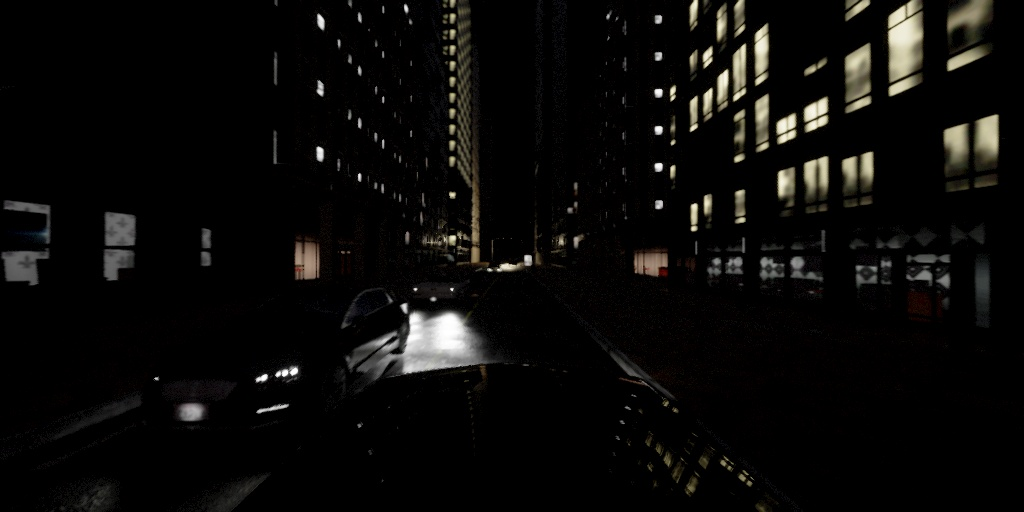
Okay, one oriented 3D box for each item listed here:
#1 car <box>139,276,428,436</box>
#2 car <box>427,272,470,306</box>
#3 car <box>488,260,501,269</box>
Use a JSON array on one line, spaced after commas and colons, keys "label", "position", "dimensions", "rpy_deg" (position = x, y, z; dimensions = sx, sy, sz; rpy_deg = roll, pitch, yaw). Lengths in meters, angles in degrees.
[{"label": "car", "position": [-3.097, 1.251, 5.915], "dimensions": [2.128, 1.511, 4.902], "rpy_deg": [0, 0, 0]}, {"label": "car", "position": [-3.069, 1.394, 16.228], "dimensions": [1.895, 1.301, 4.718], "rpy_deg": [0, 0, 0]}, {"label": "car", "position": [-2.950, 1.413, 61.327], "dimensions": [1.882, 1.535, 5.008], "rpy_deg": [0, 0, 1]}]
